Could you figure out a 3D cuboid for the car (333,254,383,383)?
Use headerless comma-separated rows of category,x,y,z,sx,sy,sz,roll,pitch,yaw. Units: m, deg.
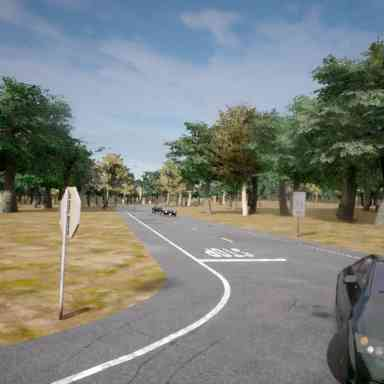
car,3.137,1.643,4.667,1.994,1.385,4.181,1,-1,22

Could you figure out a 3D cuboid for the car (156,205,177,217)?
car,-3.514,2.849,48.061,1.895,1.301,4.718,3,-2,-13

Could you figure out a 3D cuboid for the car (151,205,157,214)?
car,-5.783,2.960,56.904,1.882,1.535,5.008,3,-2,-14
